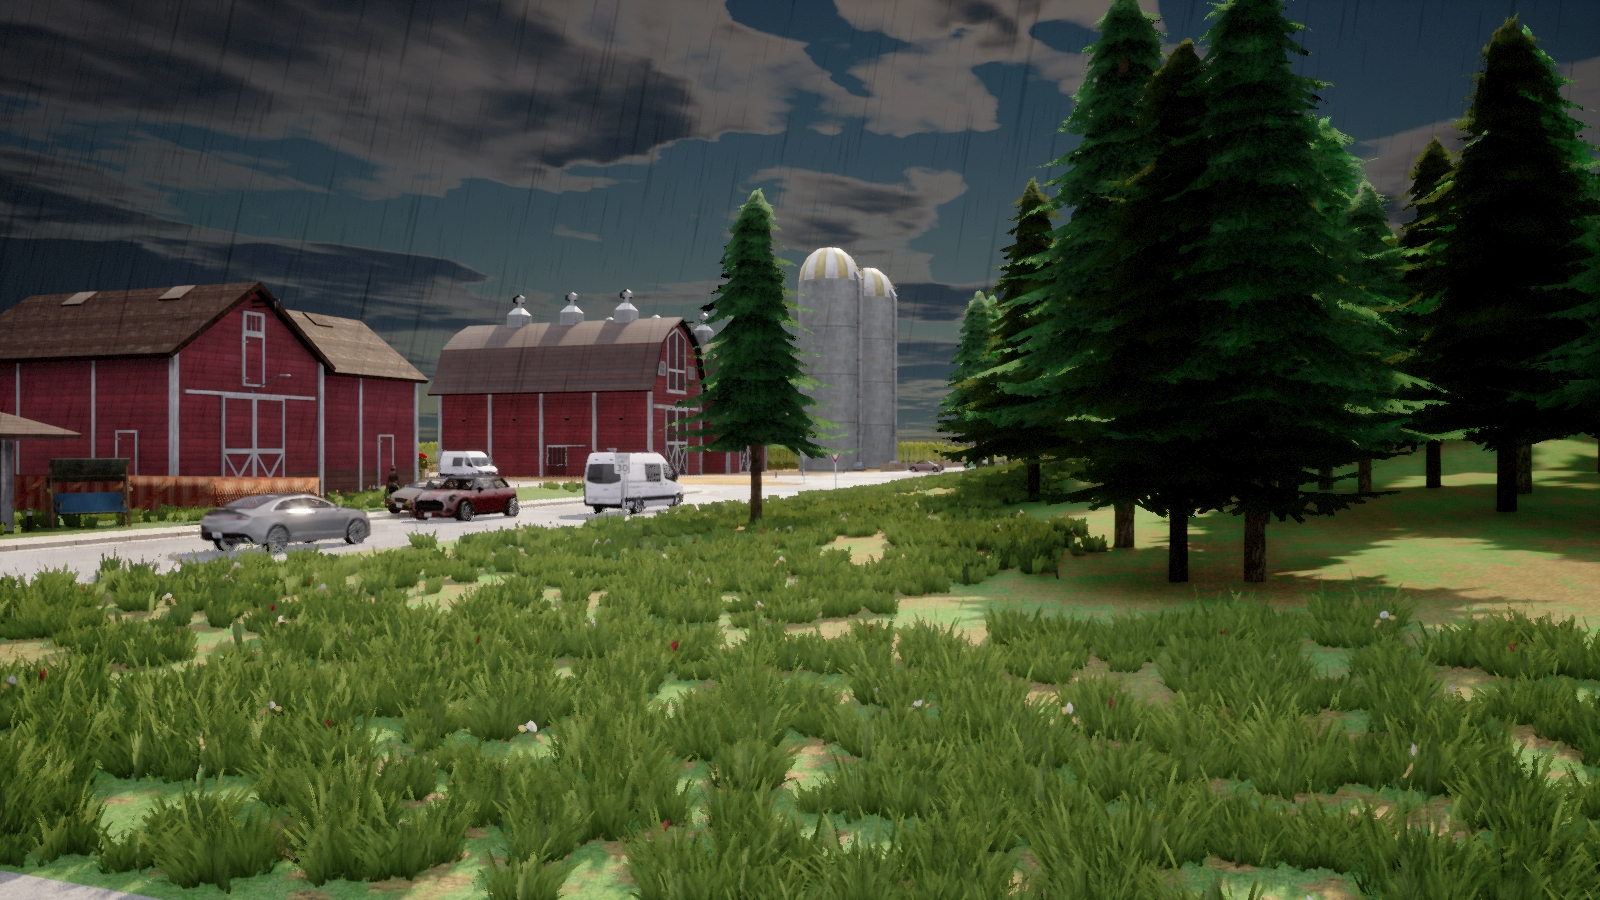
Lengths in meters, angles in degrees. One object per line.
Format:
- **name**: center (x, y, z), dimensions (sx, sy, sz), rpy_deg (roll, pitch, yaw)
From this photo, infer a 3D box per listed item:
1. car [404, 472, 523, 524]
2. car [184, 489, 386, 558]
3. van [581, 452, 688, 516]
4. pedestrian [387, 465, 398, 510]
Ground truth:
- **car**: center (-12.741, 1.766, 43.577), dimensions (2.097, 1.767, 4.553), rpy_deg (0, 0, 20)
- **car**: center (-13.685, 1.907, 30.723), dimensions (2.128, 1.511, 4.902), rpy_deg (0, 0, 20)
- **van**: center (-6.997, 1.394, 49.132), dimensions (1.988, 2.561, 5.915), rpy_deg (0, 0, 20)
- **pedestrian**: center (-16.910, 1.555, 47.444), dimensions (0.375, 1.860, 0.375), rpy_deg (0, 0, -13)
